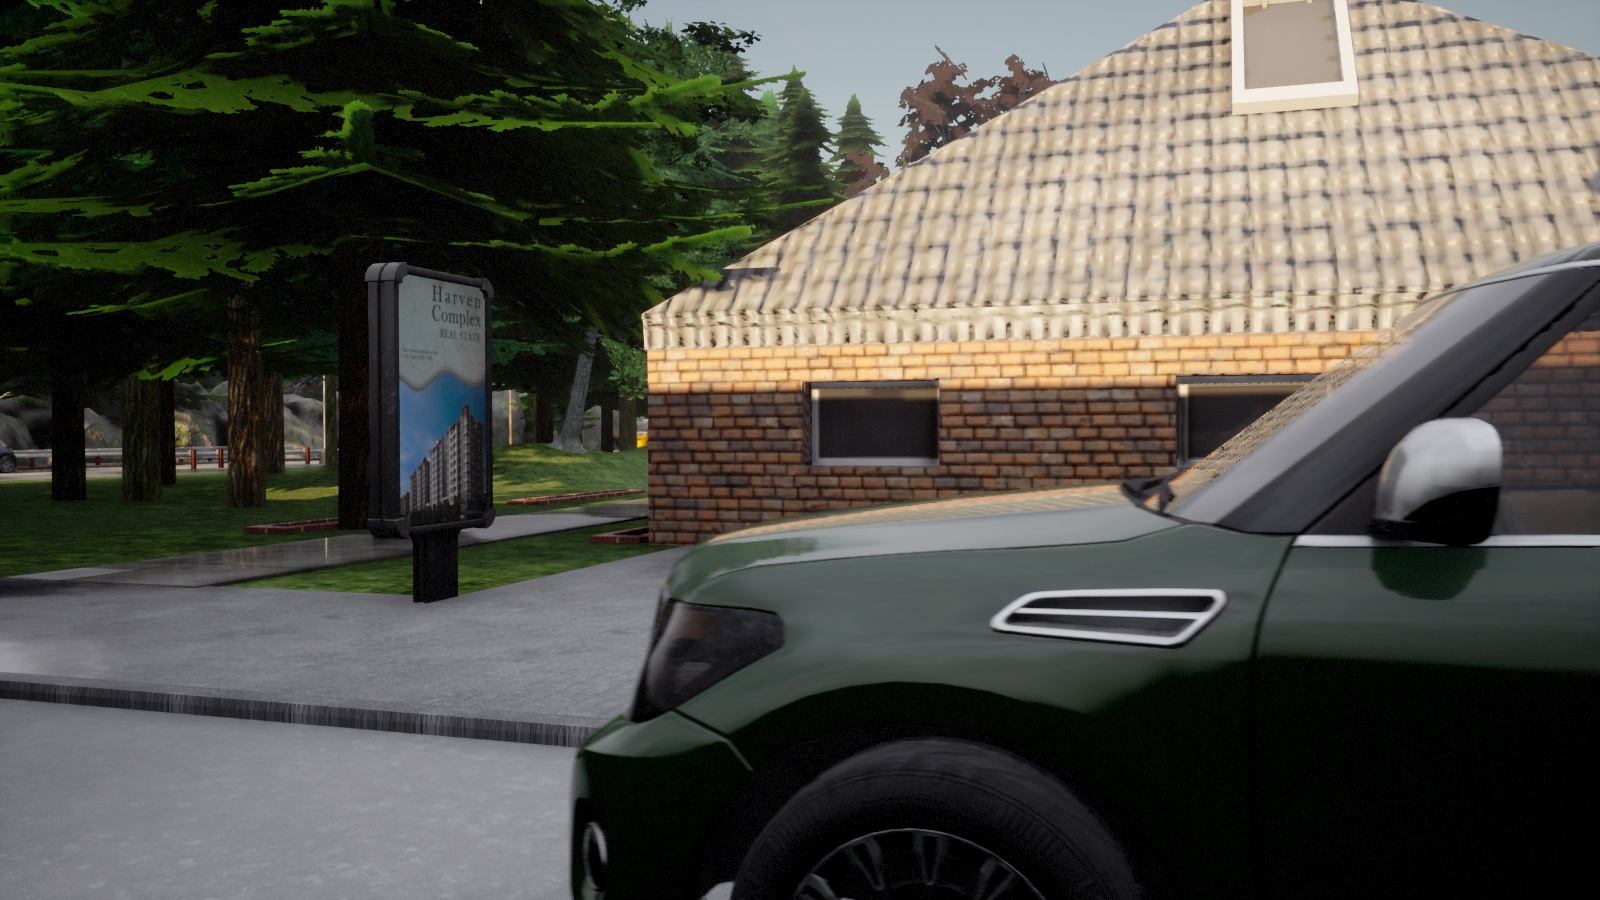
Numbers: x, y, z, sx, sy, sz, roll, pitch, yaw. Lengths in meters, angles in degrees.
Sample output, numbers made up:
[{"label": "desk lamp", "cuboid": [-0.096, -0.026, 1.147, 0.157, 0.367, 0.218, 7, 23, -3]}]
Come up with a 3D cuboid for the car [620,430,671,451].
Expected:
[{"label": "car", "cuboid": [-11.725, -0.769, 95.514, 1.882, 1.535, 5.008, 1, 1, 19]}]

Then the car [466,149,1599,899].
[{"label": "car", "cuboid": [2.226, 0.506, 2.968, 5.566, 2.045, 2.150, 1, 1, 19]}]

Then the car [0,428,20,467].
[{"label": "car", "cuboid": [-31.932, -0.088, 47.460, 1.970, 1.475, 3.806, 1, 1, 18]}]
